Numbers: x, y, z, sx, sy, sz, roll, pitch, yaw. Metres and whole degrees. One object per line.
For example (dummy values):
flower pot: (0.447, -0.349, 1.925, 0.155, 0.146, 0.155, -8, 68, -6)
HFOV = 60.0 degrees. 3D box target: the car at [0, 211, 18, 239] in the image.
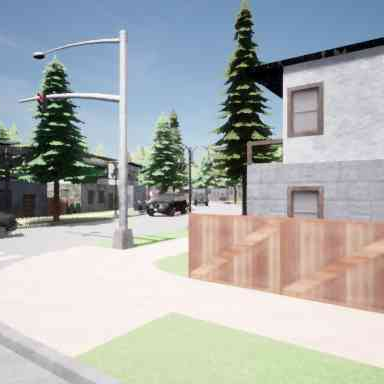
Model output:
car: (-10.621, 1.485, 15.191, 1.837, 1.490, 4.892, 0, 0, 35)

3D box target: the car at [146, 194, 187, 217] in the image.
car: (-2.229, 1.201, 31.248, 2.150, 2.045, 5.566, 0, 0, 19)

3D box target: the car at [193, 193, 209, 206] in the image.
car: (1.417, 1.185, 53.076, 2.150, 2.045, 5.566, 0, 0, -2)
